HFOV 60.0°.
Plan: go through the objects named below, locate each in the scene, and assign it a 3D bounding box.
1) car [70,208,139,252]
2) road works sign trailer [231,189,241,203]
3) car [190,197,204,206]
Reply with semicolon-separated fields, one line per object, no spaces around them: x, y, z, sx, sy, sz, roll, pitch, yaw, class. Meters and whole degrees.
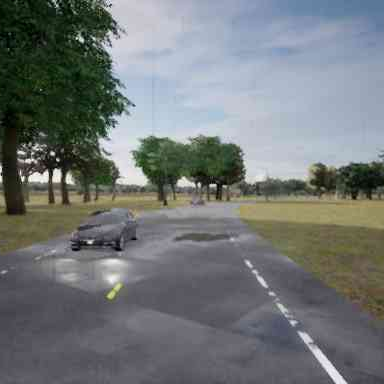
-3.459;1.490;13.920;1.837;1.490;4.892;0;0;2;car
11.312;0.923;84.349;2.380;3.560;2.880;0;-1;17;road works sign trailer
0.869;1.615;55.894;2.128;1.511;4.902;0;0;11;car
